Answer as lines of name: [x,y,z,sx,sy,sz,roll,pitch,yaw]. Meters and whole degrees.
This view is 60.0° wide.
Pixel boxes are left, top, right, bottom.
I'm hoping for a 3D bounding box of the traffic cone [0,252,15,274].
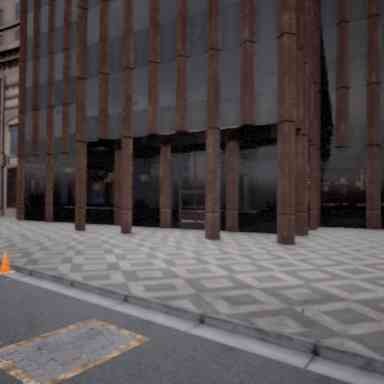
traffic cone: [-5.583,2.118,10.001,0.340,0.580,0.340,0,-1,37]
